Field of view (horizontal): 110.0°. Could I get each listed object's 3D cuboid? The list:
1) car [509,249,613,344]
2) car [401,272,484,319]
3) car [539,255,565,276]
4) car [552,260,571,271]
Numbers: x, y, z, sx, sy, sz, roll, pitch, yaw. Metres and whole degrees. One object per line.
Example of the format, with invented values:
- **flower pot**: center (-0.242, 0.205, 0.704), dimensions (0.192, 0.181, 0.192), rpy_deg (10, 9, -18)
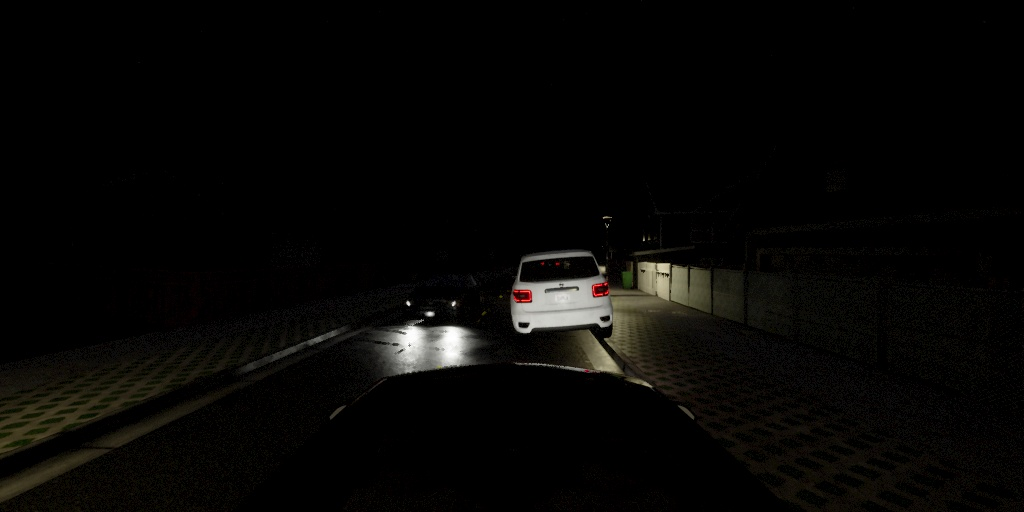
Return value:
- **car**: center (1.137, 0.898, 9.638), dimensions (2.150, 2.045, 5.566), rpy_deg (-5, 0, 3)
- **car**: center (-2.199, 1.293, 13.023), dimensions (2.033, 1.411, 5.357), rpy_deg (0, 0, 4)
- **car**: center (4.363, 0.973, 38.549), dimensions (2.150, 2.045, 5.566), rpy_deg (0, 0, 13)
- **car**: center (6.857, 1.284, 48.942), dimensions (1.812, 1.442, 4.674), rpy_deg (0, 0, 17)
